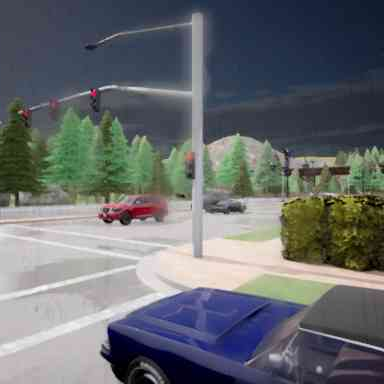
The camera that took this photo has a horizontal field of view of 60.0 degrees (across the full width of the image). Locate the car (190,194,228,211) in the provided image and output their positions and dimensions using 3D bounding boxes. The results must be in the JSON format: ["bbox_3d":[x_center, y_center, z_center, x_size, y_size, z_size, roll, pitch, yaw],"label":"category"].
[{"bbox_3d":[2.144,1.210,37.813,2.150,2.045,5.566,0,0,39],"label":"car"}]

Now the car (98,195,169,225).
[{"bbox_3d":[-4.095,1.214,24.326,2.150,2.045,5.566,0,0,38],"label":"car"}]

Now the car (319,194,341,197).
[{"bbox_3d":[16.121,1.213,38.278,2.150,2.045,5.566,0,-1,38],"label":"car"}]

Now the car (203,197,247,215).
[{"bbox_3d":[3.710,1.540,34.171,2.033,1.411,5.357,0,0,38],"label":"car"}]

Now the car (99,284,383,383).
[{"bbox_3d":[1.326,1.601,3.018,4.718,1.301,1.895,0,0,36],"label":"car"}]
